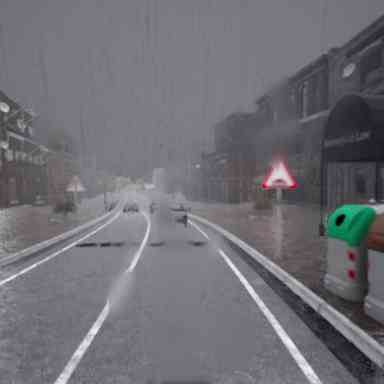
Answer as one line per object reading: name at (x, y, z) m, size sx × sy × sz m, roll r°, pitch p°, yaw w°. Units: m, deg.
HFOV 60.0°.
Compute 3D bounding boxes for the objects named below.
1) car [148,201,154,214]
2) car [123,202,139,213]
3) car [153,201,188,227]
car at (-4.201, 1.824, 40.498) m, size 2.128 × 1.511 × 4.902 m, roll 0°, pitch -2°, yaw -10°
car at (-7.947, 2.042, 43.372) m, size 1.994 × 1.385 × 4.181 m, roll 0°, pitch -2°, yaw -10°
car at (-1.378, 1.481, 22.613) m, size 2.128 × 1.511 × 4.902 m, roll 0°, pitch 0°, yaw -6°
